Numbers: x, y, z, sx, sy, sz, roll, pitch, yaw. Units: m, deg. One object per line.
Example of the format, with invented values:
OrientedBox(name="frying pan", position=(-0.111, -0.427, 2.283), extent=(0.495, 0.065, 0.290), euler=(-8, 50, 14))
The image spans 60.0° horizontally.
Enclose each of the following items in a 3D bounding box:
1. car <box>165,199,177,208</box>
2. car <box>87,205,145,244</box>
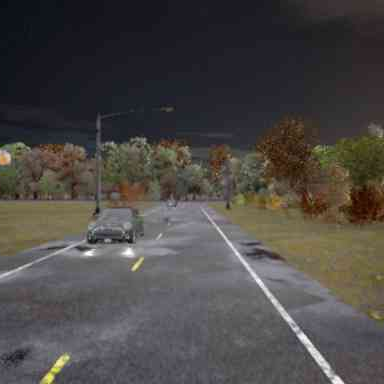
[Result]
OrientedBox(name="car", position=(-3.598, 1.965, 57.774), extent=(2.128, 1.511, 4.902), euler=(0, 0, 0))
OrientedBox(name="car", position=(-3.614, 1.498, 16.502), extent=(2.097, 1.767, 4.553), euler=(0, 0, 0))
